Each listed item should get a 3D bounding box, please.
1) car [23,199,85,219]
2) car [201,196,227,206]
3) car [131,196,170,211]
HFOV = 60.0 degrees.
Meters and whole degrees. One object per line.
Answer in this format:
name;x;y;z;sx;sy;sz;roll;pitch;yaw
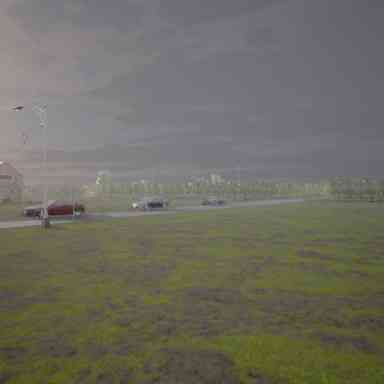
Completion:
car;-11.314;1.333;27.589;1.882;1.535;5.008;0;0;37
car;3.131;1.205;46.901;1.994;1.385;4.181;0;0;37
car;-4.527;1.245;36.680;2.128;1.511;4.902;0;1;37
